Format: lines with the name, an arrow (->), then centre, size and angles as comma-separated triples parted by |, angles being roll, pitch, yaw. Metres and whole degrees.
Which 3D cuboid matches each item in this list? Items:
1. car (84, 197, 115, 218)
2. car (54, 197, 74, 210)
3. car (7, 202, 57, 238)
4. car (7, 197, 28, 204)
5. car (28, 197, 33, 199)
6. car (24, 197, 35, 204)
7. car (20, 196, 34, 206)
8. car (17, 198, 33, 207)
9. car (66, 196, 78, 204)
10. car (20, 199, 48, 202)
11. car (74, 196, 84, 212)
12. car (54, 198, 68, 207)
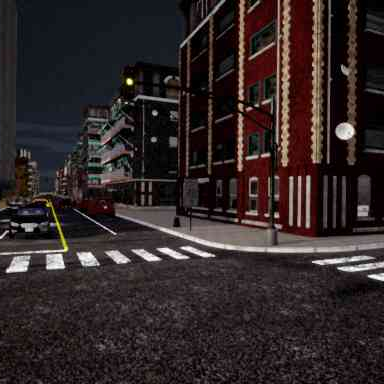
car -> -8.496, 1.440, 31.156 | 2.192, 1.841, 5.009 | 1, 0, -24
car -> -17.116, 1.637, 44.785 | 1.837, 1.490, 4.892 | 1, 0, -24
car -> -8.603, 1.513, 17.850 | 2.128, 1.511, 4.902 | 1, 0, -23
car -> -20.188, 1.596, 38.266 | 2.008, 1.369, 4.403 | 1, 0, -24
car -> -16.545, 1.550, 36.329 | 1.882, 1.535, 5.008 | 1, 0, -24
car -> -33.701, 1.710, 68.983 | 1.802, 1.307, 4.206 | 1, 0, -24
car -> -29.158, 1.541, 58.759 | 1.967, 1.590, 4.097 | 1, 0, -24
car -> -26.885, 1.638, 53.650 | 2.008, 1.369, 4.403 | 1, 0, -24
car -> -25.444, 1.674, 70.410 | 1.967, 1.590, 4.097 | 1, 0, -24
car -> -12.422, 1.571, 26.687 | 1.812, 1.442, 4.674 | 1, 0, -23
car -> -12.960, 1.468, 41.412 | 2.192, 1.841, 5.009 | 1, 0, -24
car -> -21.906, 1.723, 55.530 | 1.994, 1.385, 4.181 | 1, 0, -24
